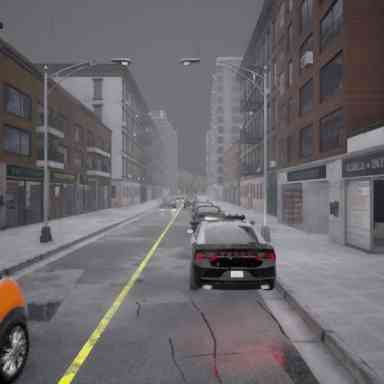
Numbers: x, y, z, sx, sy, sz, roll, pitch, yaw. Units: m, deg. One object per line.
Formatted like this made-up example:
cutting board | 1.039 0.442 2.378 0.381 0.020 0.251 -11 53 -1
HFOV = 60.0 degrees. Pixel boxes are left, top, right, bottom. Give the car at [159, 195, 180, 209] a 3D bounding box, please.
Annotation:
car | -3.163 1.329 44.735 2.097 1.767 4.553 0 0 0

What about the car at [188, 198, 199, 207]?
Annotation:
car | 0.864 1.471 25.071 1.882 1.535 5.008 0 0 0

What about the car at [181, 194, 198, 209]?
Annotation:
car | -0.054 1.328 45.961 2.097 1.767 4.553 0 0 0

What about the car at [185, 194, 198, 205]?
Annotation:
car | -0.086 1.313 59.548 2.097 1.767 4.553 0 0 0

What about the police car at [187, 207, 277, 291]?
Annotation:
police car | 0.888 1.424 9.181 1.930 1.638 5.238 0 0 0

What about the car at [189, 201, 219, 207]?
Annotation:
car | 0.873 1.501 19.071 1.837 1.490 4.892 0 0 0

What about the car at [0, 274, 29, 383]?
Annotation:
car | -3.102 1.352 2.285 2.097 1.767 4.553 0 0 0
